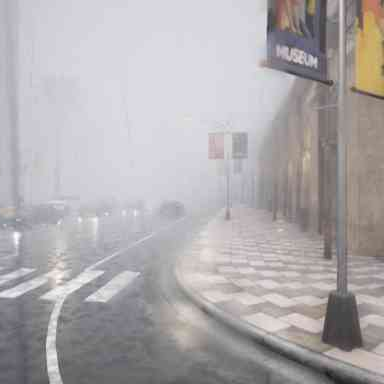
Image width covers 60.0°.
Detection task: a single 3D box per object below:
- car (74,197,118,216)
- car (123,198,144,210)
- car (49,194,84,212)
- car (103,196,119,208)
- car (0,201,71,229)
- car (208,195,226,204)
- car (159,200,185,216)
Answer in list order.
[{"bbox_3d":[-9.094,1.510,32.000,1.812,1.442,4.674,0,0,8],"label":"car"},{"bbox_3d":[-7.529,1.507,43.375,1.812,1.442,4.674,0,0,8],"label":"car"},{"bbox_3d":[-12.515,1.204,32.874,2.150,2.045,5.566,0,0,8],"label":"car"},{"bbox_3d":[-11.114,1.331,43.016,2.097,1.767,4.553,0,0,8],"label":"car"},{"bbox_3d":[-10.426,1.534,21.851,2.033,1.411,5.357,0,0,7],"label":"car"},{"bbox_3d":[5.067,1.321,63.979,2.097,1.767,4.553,1,1,39],"label":"car"},{"bbox_3d":[-1.907,1.577,32.225,1.837,1.490,4.892,0,0,8],"label":"car"}]
